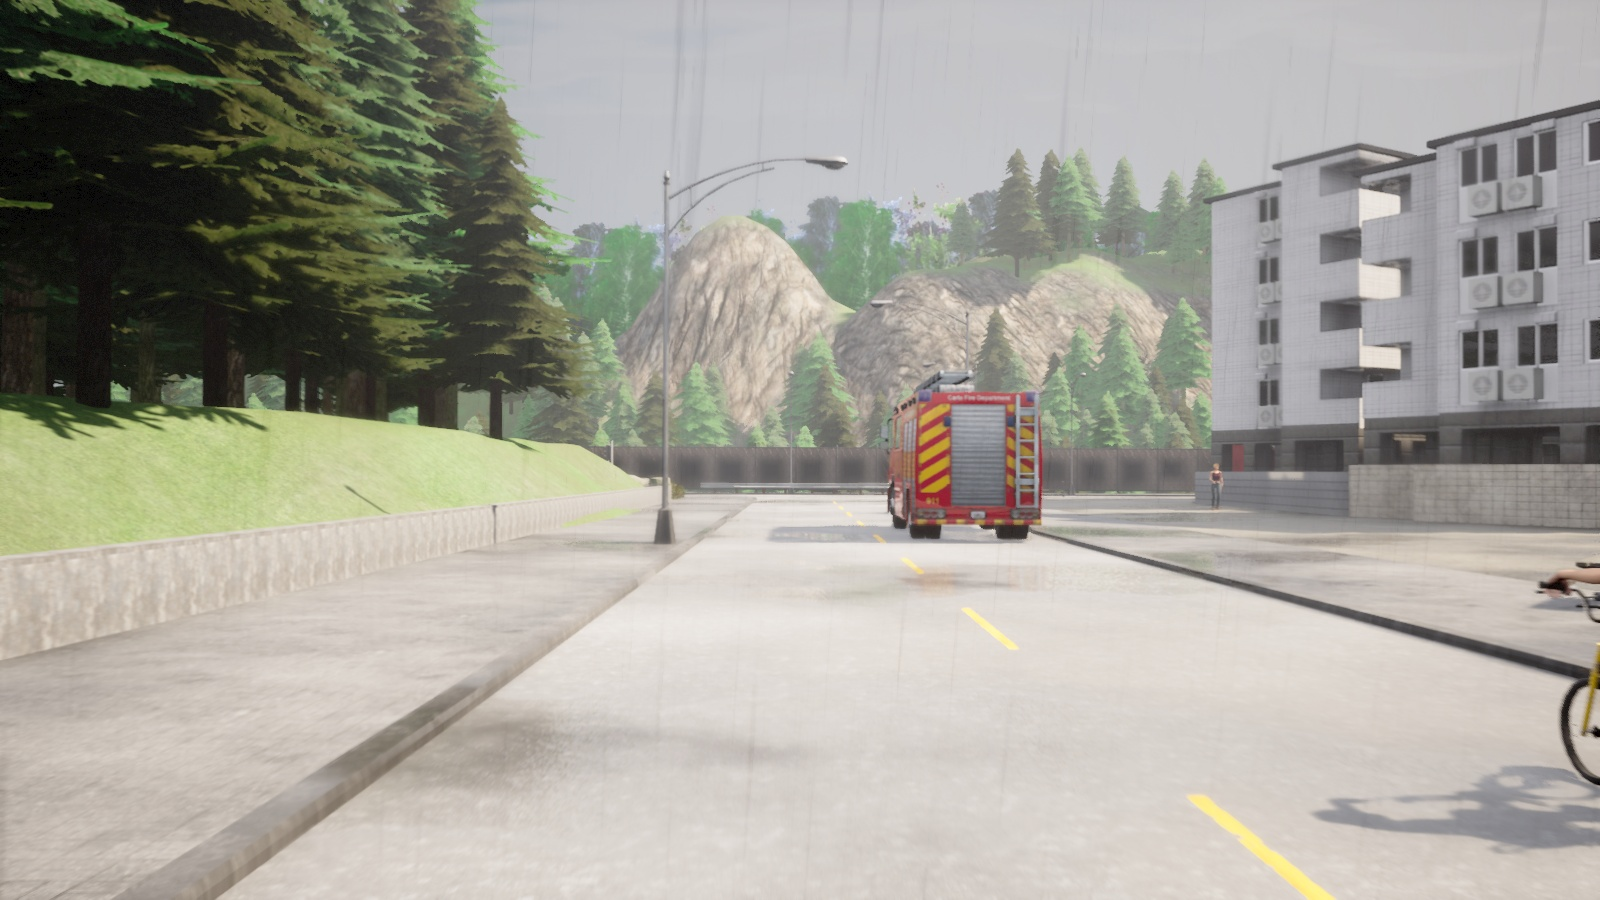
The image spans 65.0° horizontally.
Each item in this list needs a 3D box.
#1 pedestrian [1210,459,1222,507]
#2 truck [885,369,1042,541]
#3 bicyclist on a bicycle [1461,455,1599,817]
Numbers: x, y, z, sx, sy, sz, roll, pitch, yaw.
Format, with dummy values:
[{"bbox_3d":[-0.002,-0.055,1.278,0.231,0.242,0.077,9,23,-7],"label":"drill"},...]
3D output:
[{"bbox_3d":[16.042,1.271,48.446,0.345,1.836,0.594,0,-1,9],"label":"pedestrian"},{"bbox_3d":[3.921,0.173,32.203,2.891,3.827,8.468,0,-1,0],"label":"truck"},{"bbox_3d":[3.992,0.835,5.978,0.866,1.612,1.509,0,-1,0],"label":"bicyclist on a bicycle"}]
